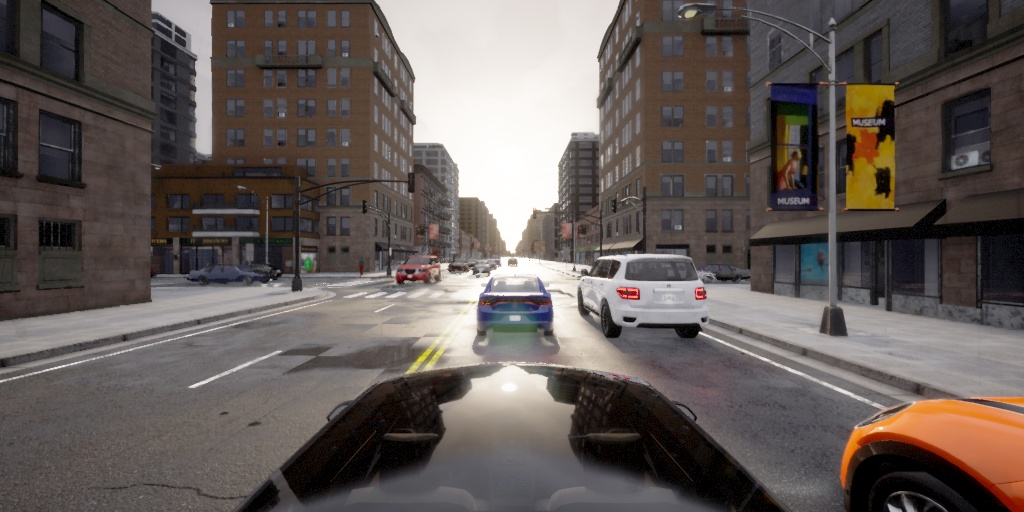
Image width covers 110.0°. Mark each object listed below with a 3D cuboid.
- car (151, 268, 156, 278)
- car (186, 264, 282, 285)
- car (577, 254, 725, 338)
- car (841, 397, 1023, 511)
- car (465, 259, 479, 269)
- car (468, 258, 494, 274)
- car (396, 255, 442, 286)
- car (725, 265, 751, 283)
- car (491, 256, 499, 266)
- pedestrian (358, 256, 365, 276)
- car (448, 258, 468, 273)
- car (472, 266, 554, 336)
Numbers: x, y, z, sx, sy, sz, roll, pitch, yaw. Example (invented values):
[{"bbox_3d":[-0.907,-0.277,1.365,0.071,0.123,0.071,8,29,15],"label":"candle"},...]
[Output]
[{"bbox_3d":[-33.118,1.343,30.809,4.207,1.307,1.802,0,0,0],"label":"car"},{"bbox_3d":[-19.624,1.291,25.241,5.357,1.411,2.033,0,0,0],"label":"car"},{"bbox_3d":[3.341,0.972,10.295,2.150,2.045,5.566,0,0,0],"label":"car"},{"bbox_3d":[3.343,1.102,0.585,2.097,1.767,4.553,0,0,0],"label":"car"},{"bbox_3d":[-6.527,1.246,58.771,1.837,1.490,4.892,0,1,0],"label":"car"},{"bbox_3d":[-3.185,1.241,37.803,2.128,1.511,4.902,0,0,-3],"label":"car"},{"bbox_3d":[-6.577,0.971,25.935,2.150,2.045,5.566,0,0,0],"label":"car"},{"bbox_3d":[15.868,1.338,28.321,5.357,1.411,2.033,0,0,0],"label":"car"},{"bbox_3d":[-3.293,1.224,52.953,1.882,1.535,5.008,0,0,0],"label":"car"},{"bbox_3d":[-14.110,0.919,33.569,0.375,1.860,0.375,0,0,0],"label":"pedestrian"},{"bbox_3d":[-6.555,1.100,44.274,2.097,1.767,4.553,0,0,0],"label":"car"},{"bbox_3d":[0.090,1.228,10.436,1.882,1.535,5.008,0,0,0],"label":"car"}]
